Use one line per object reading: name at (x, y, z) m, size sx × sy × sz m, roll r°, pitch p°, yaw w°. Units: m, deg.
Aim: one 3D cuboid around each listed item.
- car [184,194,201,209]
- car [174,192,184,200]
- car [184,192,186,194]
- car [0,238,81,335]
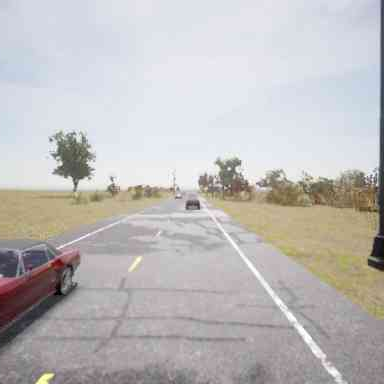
car at (0.120, 1.336, 42.843) m, size 1.837 × 1.490 × 4.892 m, roll 0°, pitch 0°, yaw 0°
car at (-3.462, 1.207, 85.032) m, size 1.994 × 1.385 × 4.181 m, roll 0°, pitch 0°, yaw 0°
car at (0.122, 1.122, 58.385) m, size 2.097 × 1.767 × 4.553 m, roll 0°, pitch 1°, yaw 1°
car at (-3.598, 1.578, 5.776) m, size 1.895 × 1.301 × 4.718 m, roll 0°, pitch 0°, yaw 0°
